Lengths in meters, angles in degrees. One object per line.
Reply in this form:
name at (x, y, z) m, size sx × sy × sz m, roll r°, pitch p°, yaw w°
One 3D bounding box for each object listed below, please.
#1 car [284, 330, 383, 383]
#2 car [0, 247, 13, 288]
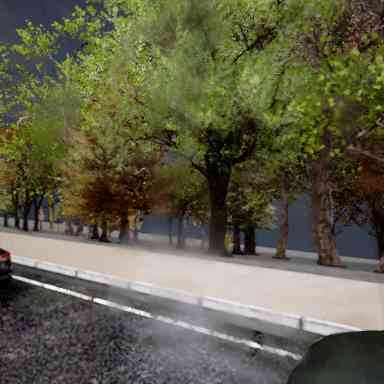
car at (2.572, 1.559, 1.851) m, size 4.181 × 1.385 × 1.994 m, roll 0°, pitch 0°, yaw 35°
car at (-6.100, 1.566, 7.996) m, size 4.674 × 1.442 × 1.812 m, roll 0°, pitch 0°, yaw 35°
